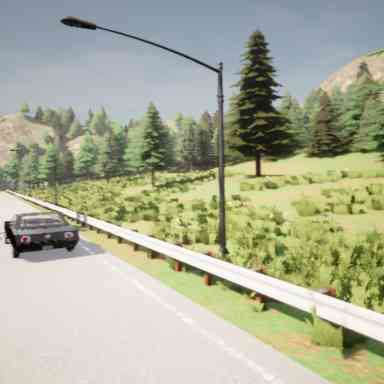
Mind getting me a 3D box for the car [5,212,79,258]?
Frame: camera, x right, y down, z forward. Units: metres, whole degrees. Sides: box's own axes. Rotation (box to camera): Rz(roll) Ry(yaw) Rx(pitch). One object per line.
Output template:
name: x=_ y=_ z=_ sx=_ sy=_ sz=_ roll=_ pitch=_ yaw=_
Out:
car: x=-5.553 y=1.361 z=11.908 sx=1.895 sy=1.301 sz=4.718 roll=-2 pitch=2 yaw=-33
